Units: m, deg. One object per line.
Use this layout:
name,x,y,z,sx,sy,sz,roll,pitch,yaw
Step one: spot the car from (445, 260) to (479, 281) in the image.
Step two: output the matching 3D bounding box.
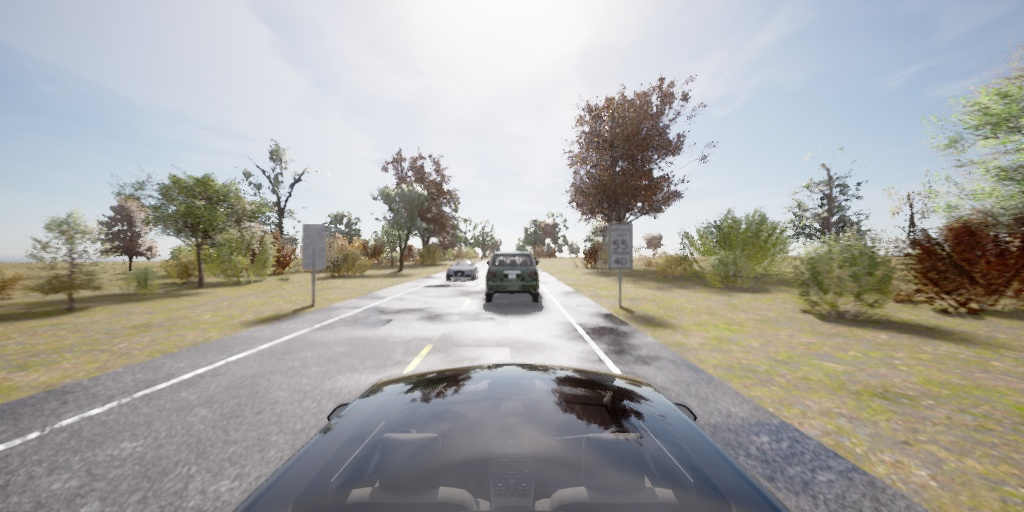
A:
car,-3.535,1.003,26.060,1.994,1.385,4.181,0,1,0

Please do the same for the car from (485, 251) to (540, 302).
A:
car,0.029,0.787,15.889,2.150,2.045,5.566,0,1,0
